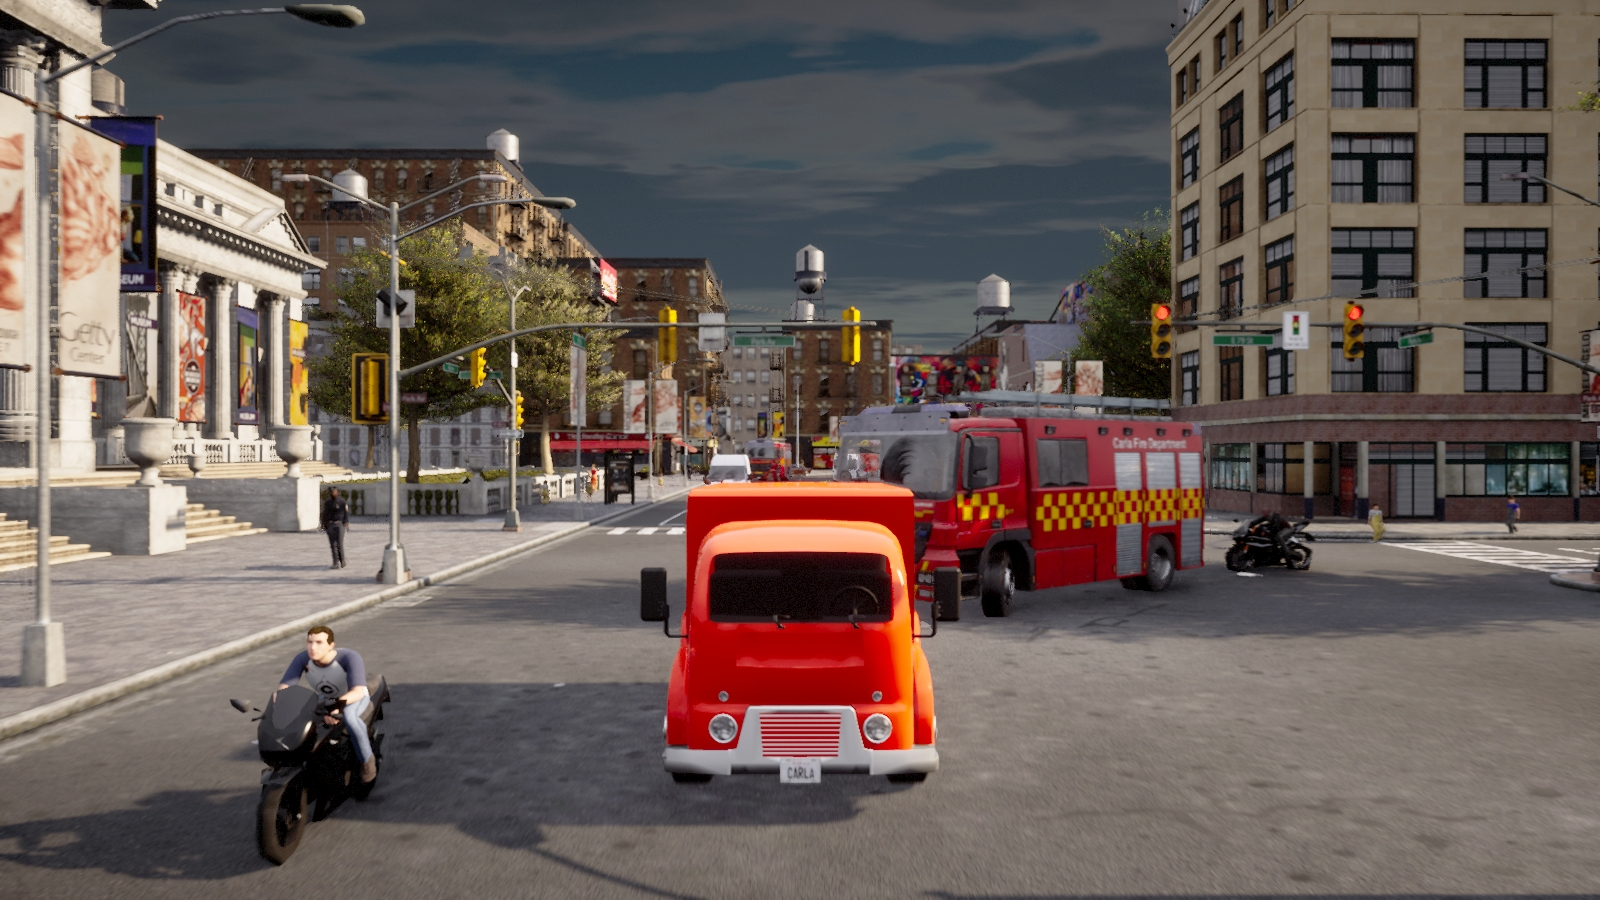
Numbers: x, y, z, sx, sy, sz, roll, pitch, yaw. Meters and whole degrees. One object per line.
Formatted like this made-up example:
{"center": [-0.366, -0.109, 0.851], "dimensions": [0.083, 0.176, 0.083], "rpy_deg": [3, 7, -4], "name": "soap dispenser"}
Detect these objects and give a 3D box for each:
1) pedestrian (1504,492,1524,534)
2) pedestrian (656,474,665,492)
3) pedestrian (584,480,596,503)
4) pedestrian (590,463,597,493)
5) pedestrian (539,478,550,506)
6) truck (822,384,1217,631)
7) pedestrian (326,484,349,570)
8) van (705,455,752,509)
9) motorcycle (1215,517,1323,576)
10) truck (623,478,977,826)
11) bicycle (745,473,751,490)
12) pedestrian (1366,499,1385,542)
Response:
{"center": [22.417, 1.974, 35.871], "dimensions": [0.375, 1.300, 0.375], "rpy_deg": [0, 0, -12], "name": "pedestrian"}
{"center": [-8.743, 2.073, 71.543], "dimensions": [0.500, 1.100, 0.500], "rpy_deg": [0, 0, -5], "name": "pedestrian"}
{"center": [-10.504, 2.073, 57.137], "dimensions": [0.500, 1.100, 0.500], "rpy_deg": [0, 0, 2], "name": "pedestrian"}
{"center": [-12.499, 1.693, 69.271], "dimensions": [0.375, 1.860, 0.375], "rpy_deg": [0, 0, -4], "name": "pedestrian"}
{"center": [-11.988, 1.974, 53.631], "dimensions": [0.375, 1.300, 0.375], "rpy_deg": [0, 0, 6], "name": "pedestrian"}
{"center": [4.470, 0.889, 21.644], "dimensions": [8.468, 3.827, 2.891], "rpy_deg": [0, 0, -43], "name": "truck"}
{"center": [-10.217, 1.695, 25.224], "dimensions": [0.375, 1.860, 0.375], "rpy_deg": [0, 0, -3], "name": "pedestrian"}
{"center": [-3.491, 1.532, 57.016], "dimensions": [1.988, 2.561, 5.915], "rpy_deg": [0, 0, 0], "name": "van"}
{"center": [10.821, 2.204, 26.377], "dimensions": [2.209, 1.251, 0.867], "rpy_deg": [0, 0, -12], "name": "motorcycle"}
{"center": [-0.001, 1.569, 11.100], "dimensions": [2.627, 2.467, 5.204], "rpy_deg": [0, 0, 0], "name": "truck"}
{"center": [-3.650, 2.202, 79.990], "dimensions": [0.373, 1.196, 1.643], "rpy_deg": [0, 0, 0], "name": "bicycle"}
{"center": [17.385, 2.127, 34.498], "dimensions": [0.375, 1.300, 0.375], "rpy_deg": [0, 0, 0], "name": "pedestrian"}
